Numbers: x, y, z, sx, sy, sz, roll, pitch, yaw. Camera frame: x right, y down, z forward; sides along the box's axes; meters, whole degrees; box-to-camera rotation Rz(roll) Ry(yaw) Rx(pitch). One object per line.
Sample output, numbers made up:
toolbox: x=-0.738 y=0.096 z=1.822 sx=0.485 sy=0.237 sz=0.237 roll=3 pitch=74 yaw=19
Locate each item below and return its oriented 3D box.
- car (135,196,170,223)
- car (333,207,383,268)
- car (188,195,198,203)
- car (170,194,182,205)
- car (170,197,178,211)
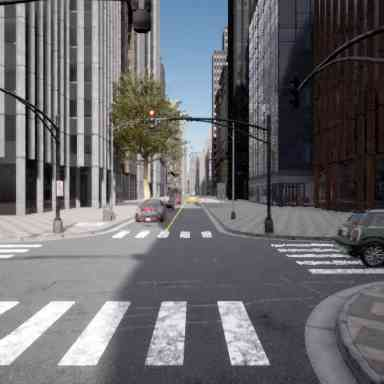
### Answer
car: x=-3.084 y=1.352 z=25.725 sx=2.097 sy=1.767 sz=4.553 roll=0 pitch=0 yaw=0
car: x=7.005 y=1.321 z=10.430 sx=4.553 sy=1.767 sz=2.097 roll=0 pitch=0 yaw=7
car: x=0.143 y=1.353 z=69.232 sx=2.097 sy=1.767 sz=4.553 roll=0 pitch=0 yaw=-1
car: x=-2.964 y=1.318 z=59.798 sx=2.150 sy=2.045 sz=5.566 roll=0 pitch=0 yaw=0
car: x=-3.072 y=1.601 z=40.905 sx=1.895 sy=1.301 sz=4.718 roll=0 pitch=0 yaw=0
